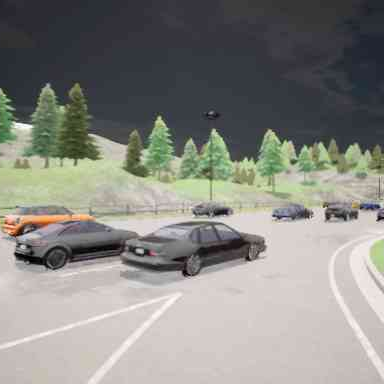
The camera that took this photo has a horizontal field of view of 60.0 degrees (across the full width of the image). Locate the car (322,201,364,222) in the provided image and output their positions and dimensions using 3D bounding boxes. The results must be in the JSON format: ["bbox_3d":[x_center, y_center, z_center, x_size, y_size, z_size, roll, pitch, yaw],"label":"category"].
[{"bbox_3d":[13.693,1.837,30.289,1.837,1.490,4.892,0,-1,43],"label":"car"}]

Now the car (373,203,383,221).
[{"bbox_3d":[18.217,1.920,30.024,1.994,1.385,4.181,0,-1,43],"label":"car"}]

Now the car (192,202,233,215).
[{"bbox_3d":[2.140,1.789,33.265,2.128,1.511,4.902,0,-1,43],"label":"car"}]

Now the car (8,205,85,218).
[{"bbox_3d":[-7.400,1.468,17.806,2.097,1.767,4.553,0,-1,43],"label":"car"}]

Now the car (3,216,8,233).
[{"bbox_3d":[-8.855,1.614,11.080,1.994,1.385,4.181,0,-1,43],"label":"car"}]

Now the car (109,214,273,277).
[{"bbox_3d":[0.307,1.642,10.676,2.033,1.411,5.357,0,-1,43],"label":"car"}]

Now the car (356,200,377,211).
[{"bbox_3d":[26.240,2.040,48.995,1.882,1.535,5.008,0,-1,43],"label":"car"}]

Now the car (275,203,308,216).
[{"bbox_3d":[11.473,1.955,38.195,1.994,1.385,4.181,0,-1,43],"label":"car"}]

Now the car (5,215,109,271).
[{"bbox_3d":[-3.723,1.644,11.472,1.994,1.385,4.181,0,-1,43],"label":"car"}]

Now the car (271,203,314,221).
[{"bbox_3d":[9.344,1.863,30.742,2.033,1.411,5.357,0,-1,43],"label":"car"}]
